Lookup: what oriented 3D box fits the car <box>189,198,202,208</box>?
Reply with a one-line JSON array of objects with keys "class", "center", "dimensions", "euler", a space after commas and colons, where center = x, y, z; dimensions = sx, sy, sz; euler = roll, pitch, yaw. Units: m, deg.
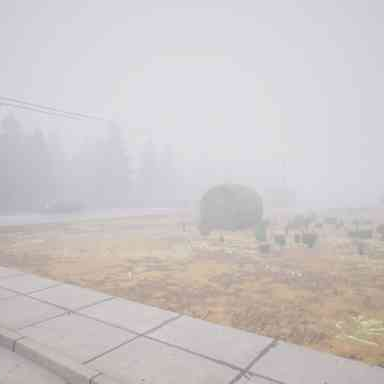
[{"class": "car", "center": [2.043, 1.552, 47.183], "dimensions": [1.812, 1.442, 4.674], "euler": [0, 0, 36]}]

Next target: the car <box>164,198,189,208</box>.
[{"class": "car", "center": [-2.167, 1.591, 47.668], "dimensions": [1.994, 1.385, 4.181], "euler": [0, 0, 37]}]

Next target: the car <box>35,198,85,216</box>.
[{"class": "car", "center": [-13.025, 1.379, 32.982], "dimensions": [2.097, 1.767, 4.553], "euler": [0, 0, 36]}]
